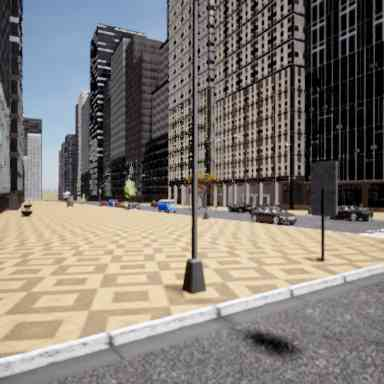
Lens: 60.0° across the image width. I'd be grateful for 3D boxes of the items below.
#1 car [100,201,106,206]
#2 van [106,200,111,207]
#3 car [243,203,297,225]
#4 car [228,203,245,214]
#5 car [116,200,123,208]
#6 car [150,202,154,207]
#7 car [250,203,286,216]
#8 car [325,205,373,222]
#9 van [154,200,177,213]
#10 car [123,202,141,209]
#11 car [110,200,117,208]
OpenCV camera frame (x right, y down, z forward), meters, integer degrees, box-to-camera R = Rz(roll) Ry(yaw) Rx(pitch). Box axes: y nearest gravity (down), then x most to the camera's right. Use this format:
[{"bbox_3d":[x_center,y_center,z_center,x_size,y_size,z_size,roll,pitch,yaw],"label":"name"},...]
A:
[{"bbox_3d":[-22.951,3.040,86.847,1.887,1.381,4.507,-1,-1,-26],"label":"car"},{"bbox_3d":[-18.082,2.622,76.712,1.690,1.788,3.998,-1,-1,-26],"label":"van"},{"bbox_3d":[6.290,1.805,26.020,2.008,1.369,4.403,-1,-1,-26],"label":"car"},{"bbox_3d":[6.532,2.156,44.858,1.947,1.339,4.313,-1,-1,-26],"label":"car"},{"bbox_3d":[-13.132,2.591,66.420,1.752,1.417,4.829,-1,-1,-26],"label":"car"},{"bbox_3d":[-8.088,2.793,75.272,1.802,1.307,4.206,-1,-1,-26],"label":"car"},{"bbox_3d":[8.969,2.055,39.789,1.947,1.339,4.313,-1,-1,-26],"label":"car"},{"bbox_3d":[13.843,1.842,29.651,2.008,1.369,4.403,-1,-1,-26],"label":"car"},{"bbox_3d":[-3.461,1.995,46.300,1.690,1.788,3.998,-1,-1,-26],"label":"van"},{"bbox_3d":[-10.768,2.514,61.504,2.008,1.369,4.403,-1,-1,-26],"label":"car"},{"bbox_3d":[-15.641,2.719,71.642,1.887,1.381,4.507,-1,-1,-26],"label":"car"}]
